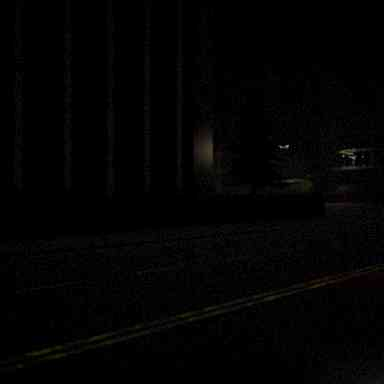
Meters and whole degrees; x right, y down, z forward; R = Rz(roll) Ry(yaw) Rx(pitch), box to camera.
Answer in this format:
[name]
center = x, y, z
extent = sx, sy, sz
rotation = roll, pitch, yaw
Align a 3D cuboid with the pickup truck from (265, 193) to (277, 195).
[pickup truck]
center = 17.670, 1.160, 74.245
extent = 2.390, 2.098, 6.274
rotation = 0, 0, -6
